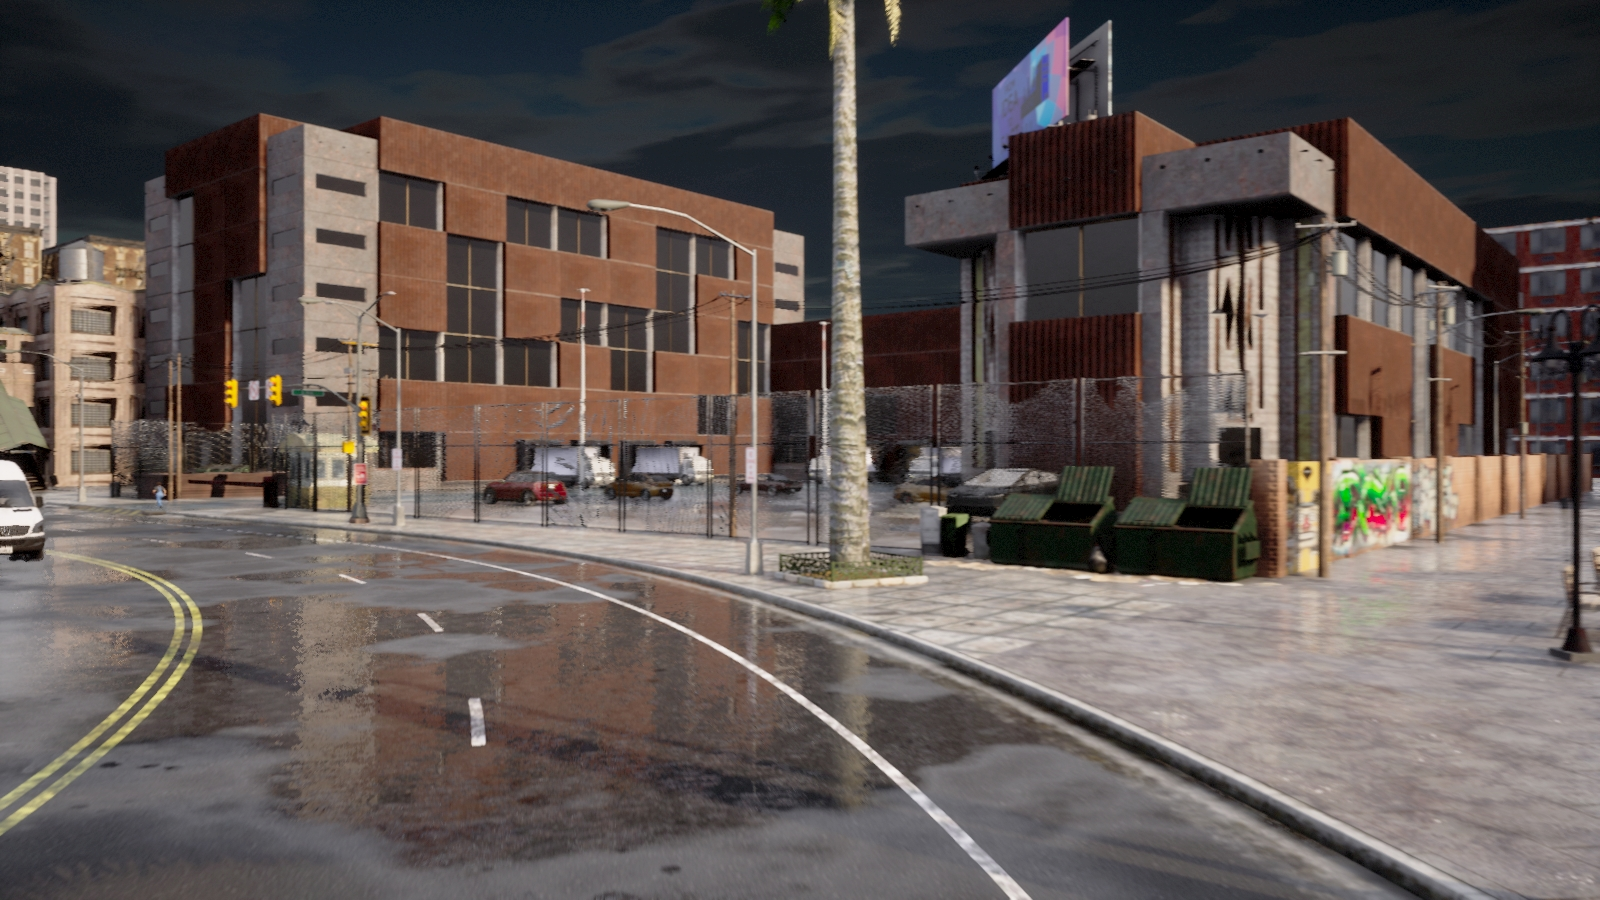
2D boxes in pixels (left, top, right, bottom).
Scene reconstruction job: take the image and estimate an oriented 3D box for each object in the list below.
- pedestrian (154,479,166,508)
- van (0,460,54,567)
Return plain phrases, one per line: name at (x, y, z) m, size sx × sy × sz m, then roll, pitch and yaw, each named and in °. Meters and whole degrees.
pedestrian at (-29.241, 1.994, 52.181) m, size 0.375 × 1.300 × 0.375 m, roll 0°, pitch 0°, yaw 37°
van at (-21.383, 1.547, 29.606) m, size 5.915 × 2.561 × 1.988 m, roll 0°, pitch 0°, yaw 42°
